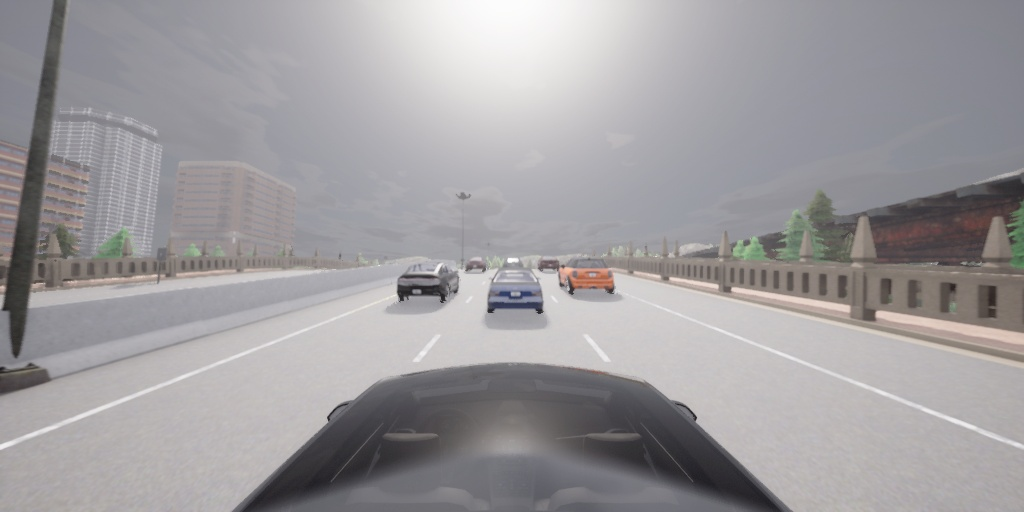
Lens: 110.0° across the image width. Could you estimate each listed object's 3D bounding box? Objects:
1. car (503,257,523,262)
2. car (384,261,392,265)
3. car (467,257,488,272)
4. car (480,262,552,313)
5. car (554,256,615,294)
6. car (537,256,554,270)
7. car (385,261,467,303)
[{"bbox_3d":[0.103,0.819,35.120,1.994,1.385,4.181,0,0,0],"label":"car"},{"bbox_3d":[-17.499,1.485,53.311,2.128,1.511,4.902,0,-5,0],"label":"car"},{"bbox_3d":[-3.397,0.781,35.143,1.812,1.442,4.674,0,0,0],"label":"car"},{"bbox_3d":[0.101,1.116,12.975,2.033,1.411,5.357,0,1,0],"label":"car"},{"bbox_3d":[3.601,0.837,18.125,2.097,1.767,4.553,0,1,0],"label":"car"},{"bbox_3d":[3.603,0.737,35.986,1.882,1.535,5.008,0,0,0],"label":"car"},{"bbox_3d":[-3.399,1.024,15.242,2.128,1.511,4.902,0,1,0],"label":"car"}]
